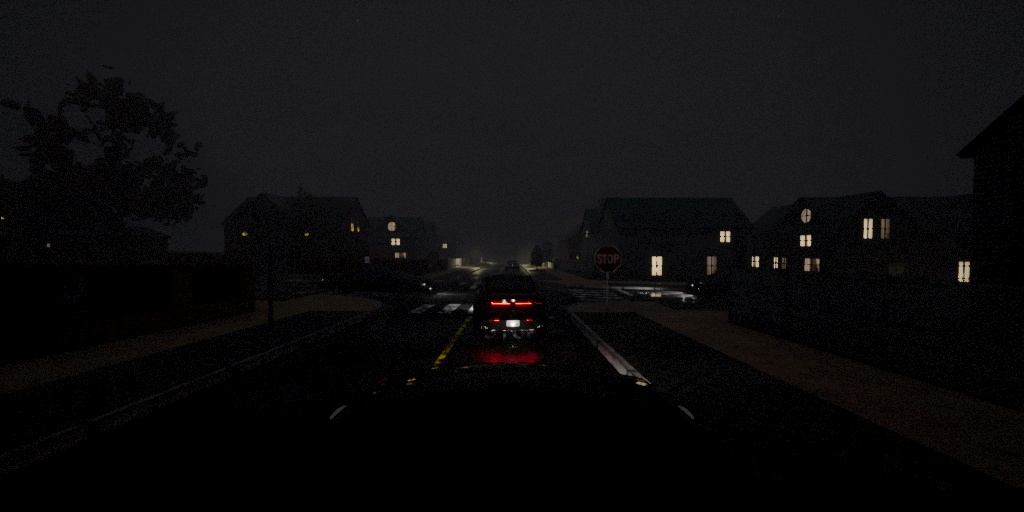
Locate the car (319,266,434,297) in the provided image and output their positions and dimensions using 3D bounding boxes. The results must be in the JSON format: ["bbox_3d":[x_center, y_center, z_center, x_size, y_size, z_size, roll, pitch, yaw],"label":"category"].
[{"bbox_3d":[-6.790,1.214,18.191,5.357,1.411,2.033,1,1,1],"label":"car"}]

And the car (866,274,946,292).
[{"bbox_3d":[22.882,1.778,20.699,5.357,1.411,2.033,1,1,1],"label":"car"}]

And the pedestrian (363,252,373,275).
[{"bbox_3d":[-9.701,0.611,24.084,0.375,1.860,0.375,0,0,1],"label":"pedestrian"}]

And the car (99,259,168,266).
[{"bbox_3d":[-18.890,0.922,18.370,4.892,1.490,1.837,1,1,1],"label":"car"}]

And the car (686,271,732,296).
[{"bbox_3d":[12.510,1.567,20.851,4.181,1.385,1.994,1,1,1],"label":"car"}]

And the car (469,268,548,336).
[{"bbox_3d":[-0.150,1.252,10.387,1.837,1.490,4.892,0,0,-4],"label":"car"}]

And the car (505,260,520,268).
[{"bbox_3d":[0.059,1.277,49.321,2.033,1.411,5.357,0,0,0],"label":"car"}]
